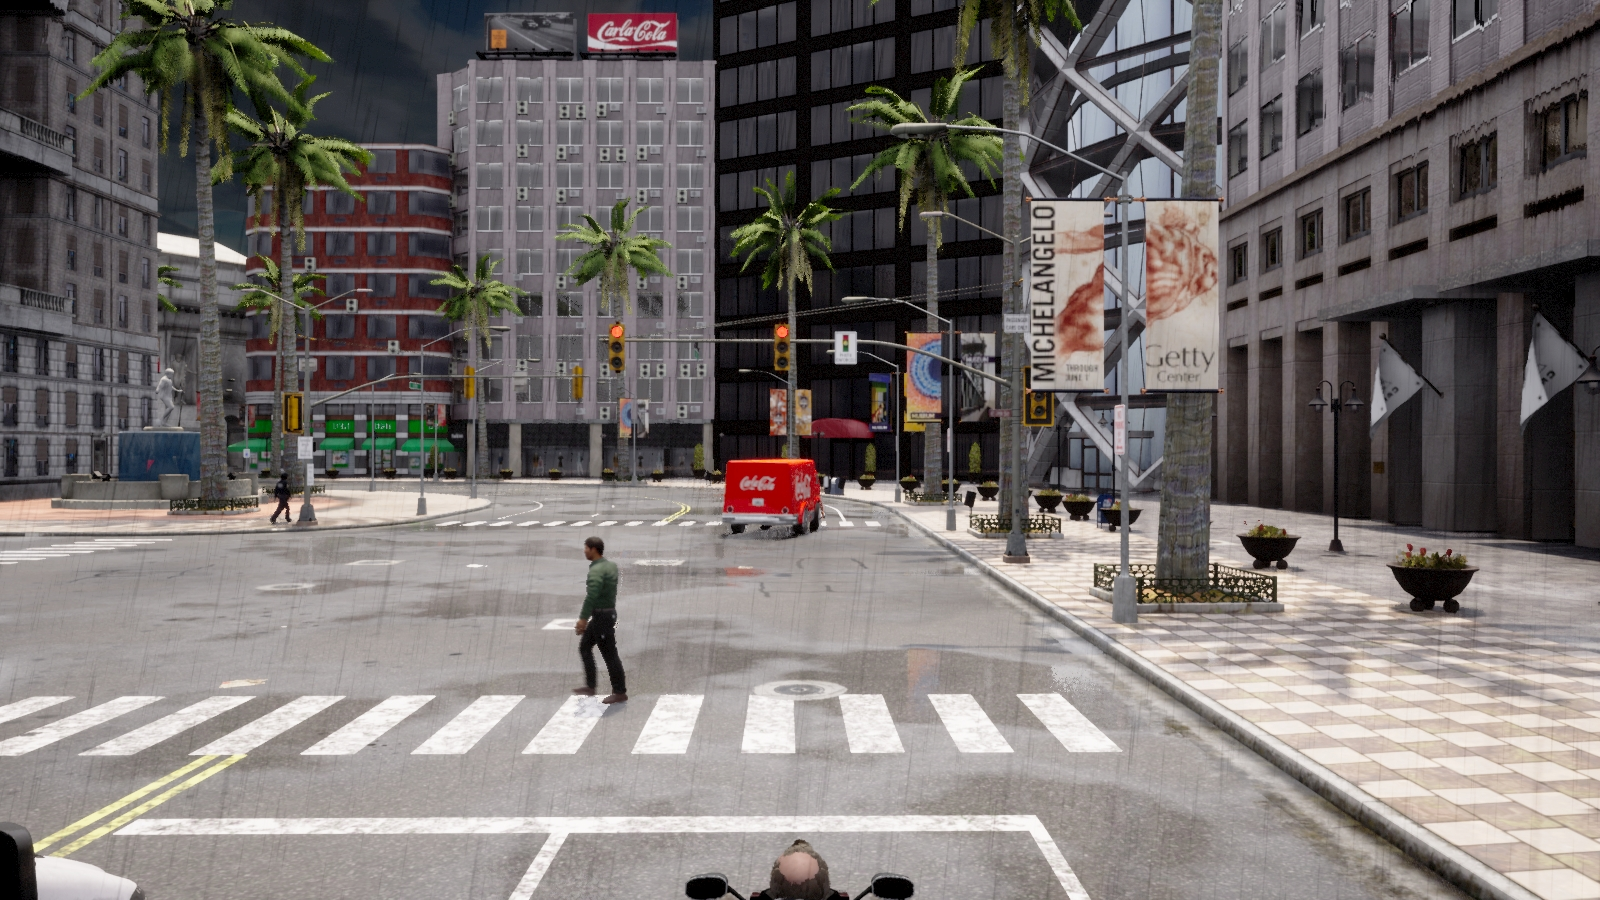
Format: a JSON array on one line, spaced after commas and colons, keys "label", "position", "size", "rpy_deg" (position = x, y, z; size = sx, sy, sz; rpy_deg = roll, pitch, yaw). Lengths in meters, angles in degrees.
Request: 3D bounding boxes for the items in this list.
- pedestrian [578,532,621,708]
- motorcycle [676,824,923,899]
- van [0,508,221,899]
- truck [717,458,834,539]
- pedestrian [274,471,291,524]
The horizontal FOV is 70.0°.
[{"label": "pedestrian", "position": [-2.187, 1.842, 12.467], "size": [0.375, 1.860, 0.375], "rpy_deg": [0, 0, 6]}, {"label": "motorcycle", "position": [-0.001, 2.203, 3.717], "size": [0.867, 1.251, 2.209], "rpy_deg": [0, 0, 0]}, {"label": "van", "position": [-3.507, 1.533, 1.998], "size": [1.988, 2.561, 5.915], "rpy_deg": [0, 0, 0]}, {"label": "truck", "position": [-0.725, 1.551, 38.803], "size": [2.627, 2.467, 5.204], "rpy_deg": [1, 0, 14]}, {"label": "pedestrian", "position": [-18.286, 1.680, 40.363], "size": [0.375, 1.860, 0.375], "rpy_deg": [0, 0, 28]}]
